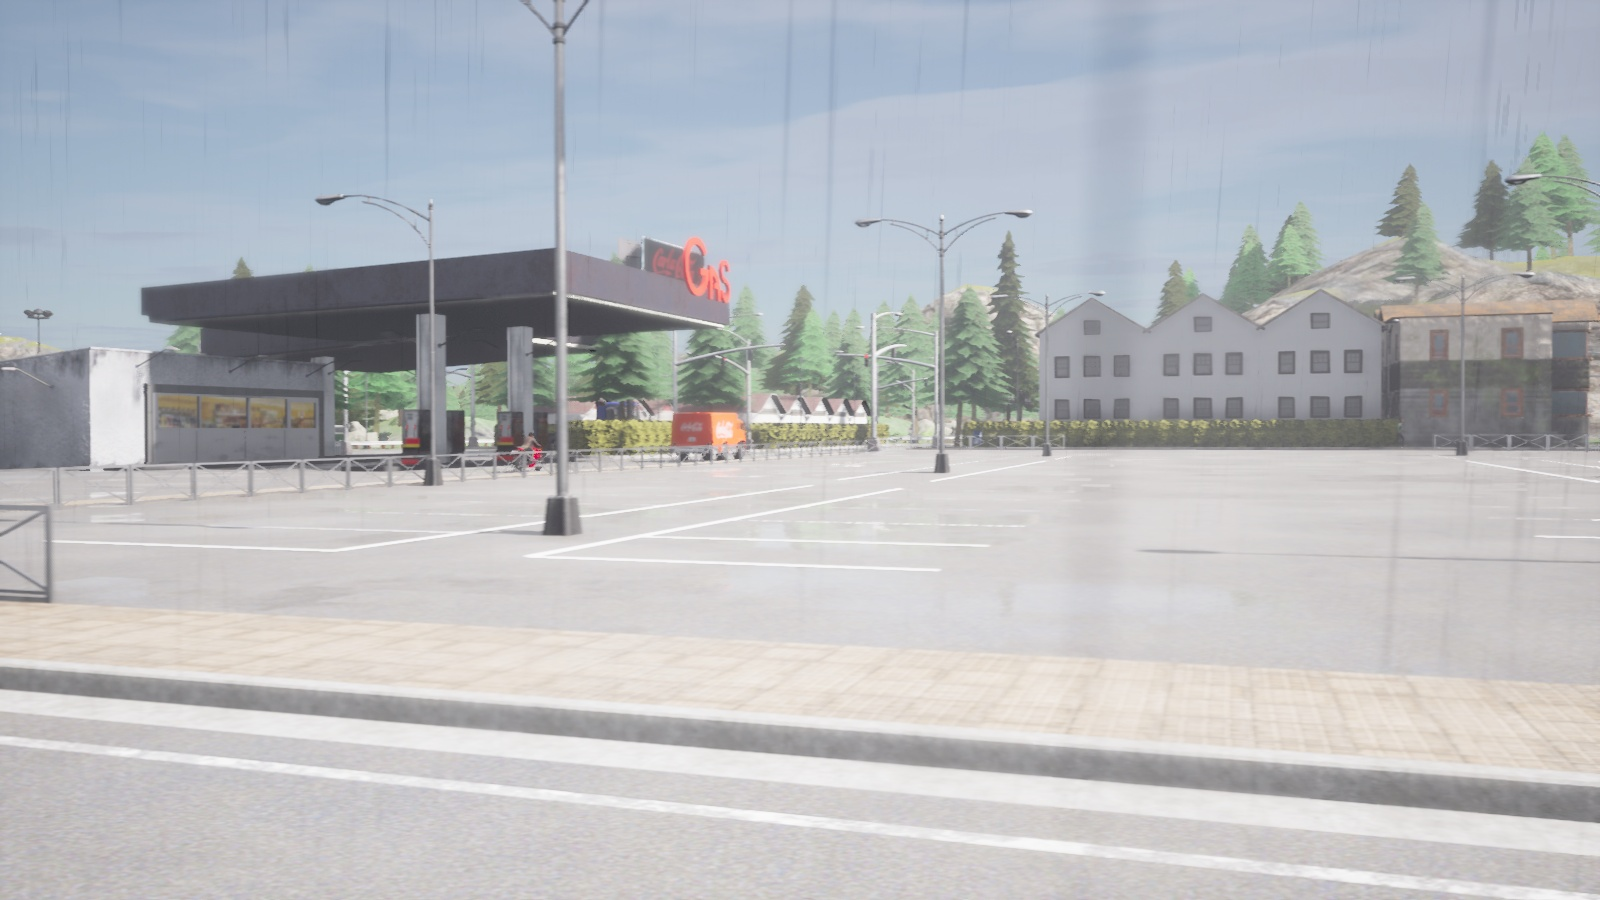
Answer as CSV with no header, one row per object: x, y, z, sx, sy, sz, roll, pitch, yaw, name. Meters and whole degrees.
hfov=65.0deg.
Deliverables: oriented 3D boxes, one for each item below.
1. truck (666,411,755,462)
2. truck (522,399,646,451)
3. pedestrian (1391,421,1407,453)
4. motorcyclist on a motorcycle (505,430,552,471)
-4.509,-0.708,64.228,2.627,2.467,5.204,1,1,19,truck
-14.925,-1.726,86.708,7.936,3.462,2.891,0,2,19,truck
36.118,-0.784,75.697,0.788,1.949,0.423,1,1,20,pedestrian
-10.329,0.004,47.808,0.797,1.523,2.044,1,1,19,motorcyclist on a motorcycle
